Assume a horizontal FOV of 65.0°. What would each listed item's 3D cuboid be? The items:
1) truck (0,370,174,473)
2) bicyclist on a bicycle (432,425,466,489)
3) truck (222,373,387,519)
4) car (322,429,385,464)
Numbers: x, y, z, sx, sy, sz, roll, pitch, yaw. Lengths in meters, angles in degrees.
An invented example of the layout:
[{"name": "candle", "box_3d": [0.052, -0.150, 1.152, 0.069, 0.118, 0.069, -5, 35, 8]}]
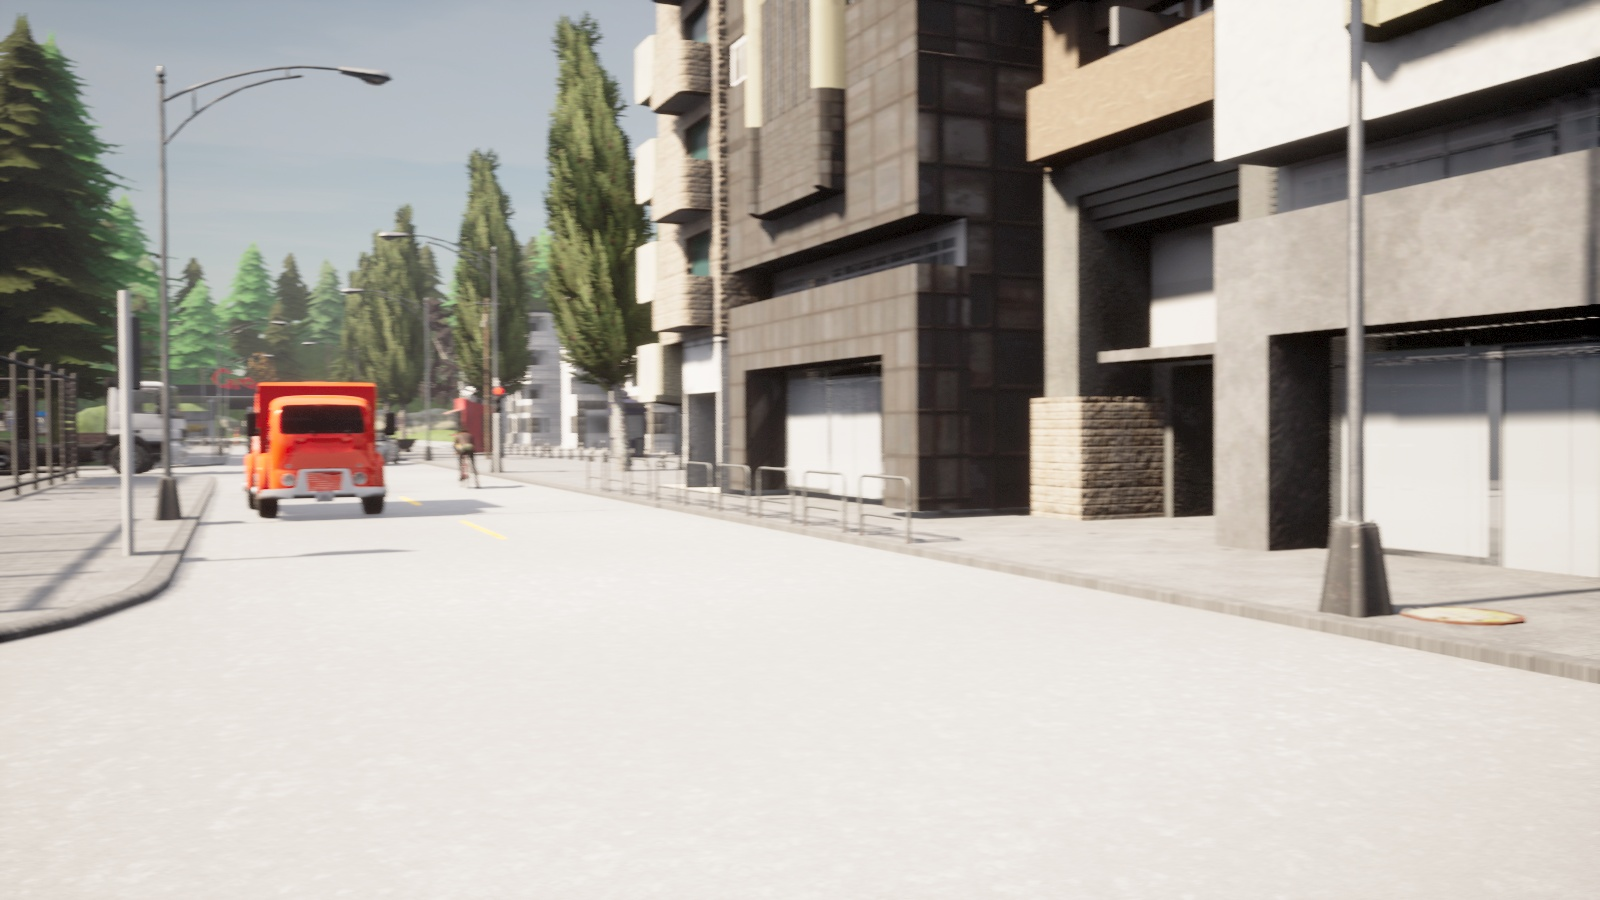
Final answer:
[{"name": "truck", "box_3d": [-26.525, -0.994, 44.037, 7.936, 3.462, 2.891, 0, 1, -21]}, {"name": "bicyclist on a bicycle", "box_3d": [-9.151, 0.155, 32.726, 0.582, 1.620, 1.656, -1, 1, -25]}, {"name": "truck", "box_3d": [-9.607, -0.120, 24.106, 2.627, 2.467, 5.204, 0, 1, -24]}, {"name": "car", "box_3d": [-19.464, -0.194, 54.912, 1.812, 1.442, 4.674, 0, 1, -9]}]
